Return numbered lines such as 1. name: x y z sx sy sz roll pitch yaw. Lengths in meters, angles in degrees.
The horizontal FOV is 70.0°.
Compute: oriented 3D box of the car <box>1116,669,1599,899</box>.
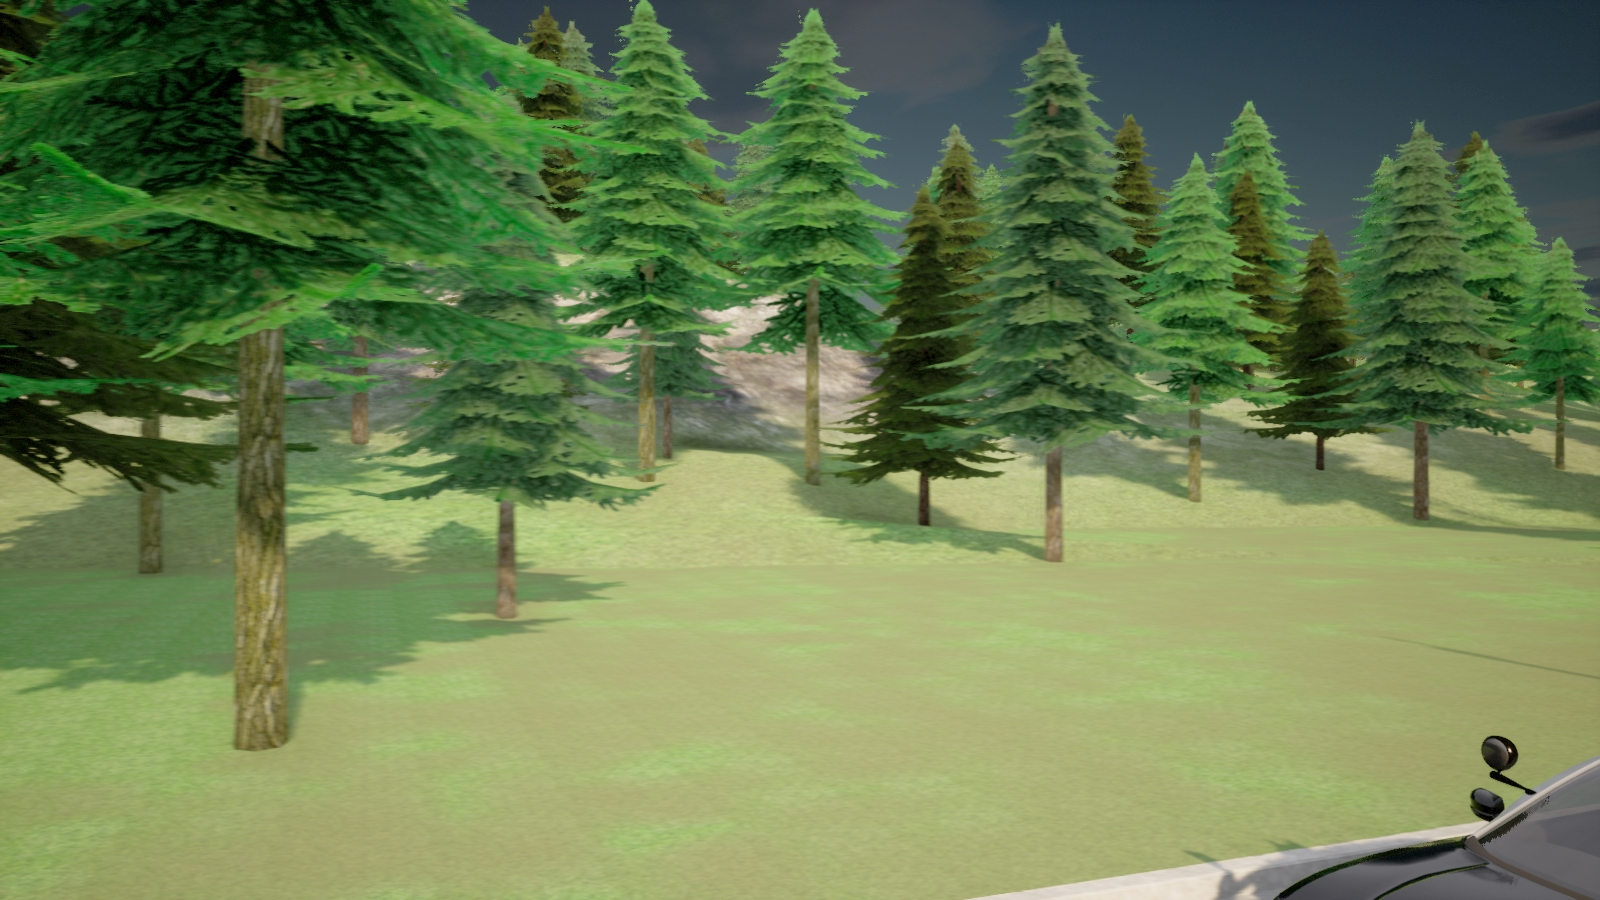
1. car: 4.212 1.982 4.948 5.238 1.638 2.097 0 0 -20
